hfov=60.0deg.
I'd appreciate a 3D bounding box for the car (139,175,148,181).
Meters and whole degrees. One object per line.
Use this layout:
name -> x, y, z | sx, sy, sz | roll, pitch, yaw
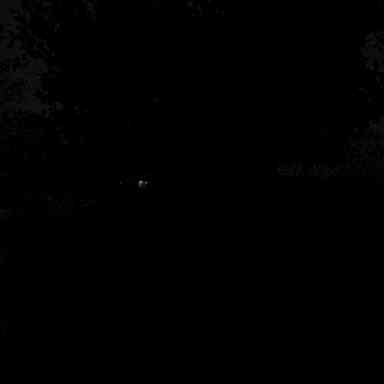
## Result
car -> -10.277, -3.277, 72.076 | 1.812, 1.442, 4.674 | 0, 5, 4
